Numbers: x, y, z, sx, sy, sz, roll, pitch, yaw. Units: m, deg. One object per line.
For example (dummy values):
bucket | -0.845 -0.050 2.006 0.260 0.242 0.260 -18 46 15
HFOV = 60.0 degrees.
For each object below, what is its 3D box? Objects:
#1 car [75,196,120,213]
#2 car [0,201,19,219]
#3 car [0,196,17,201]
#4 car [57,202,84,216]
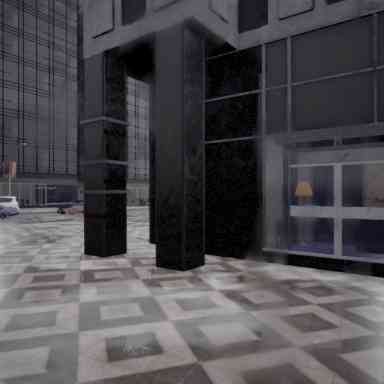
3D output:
car | -12.297 1.631 43.632 2.150 2.045 5.566 0 -1 36
car | -18.418 1.742 29.612 2.033 1.411 5.357 0 -1 36
car | -20.094 1.449 32.834 2.150 2.045 5.566 0 -1 36
car | -12.913 1.885 37.233 1.994 1.385 4.181 0 -1 36
